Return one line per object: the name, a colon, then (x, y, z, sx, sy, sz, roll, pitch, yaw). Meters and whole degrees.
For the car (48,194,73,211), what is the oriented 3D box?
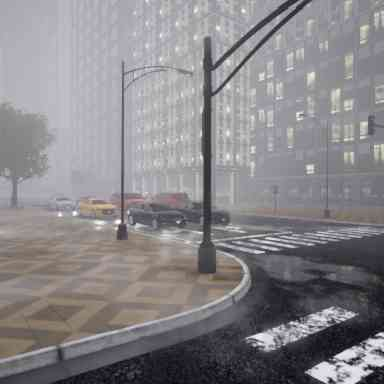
car: (-13.954, 1.216, 35.589, 1.812, 1.442, 4.674, 0, 0, -37)

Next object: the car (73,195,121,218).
car: (-7.830, 1.254, 27.356, 1.882, 1.535, 5.008, 0, 0, -37)

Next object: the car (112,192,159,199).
car: (-5.535, 1.008, 29.710, 2.150, 2.045, 5.566, 0, 0, -37)

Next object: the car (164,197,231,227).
car: (0.400, 1.344, 21.748, 1.882, 1.535, 5.008, 0, 0, -37)

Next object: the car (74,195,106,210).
car: (-11.700, 1.177, 38.008, 1.882, 1.535, 5.008, 0, 0, -37)

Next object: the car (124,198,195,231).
car: (-2.174, 1.357, 19.762, 1.837, 1.490, 4.892, 0, 0, -37)

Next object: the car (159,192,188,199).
car: (-2.385, 1.030, 31.266, 2.150, 2.045, 5.566, 0, 0, -37)
